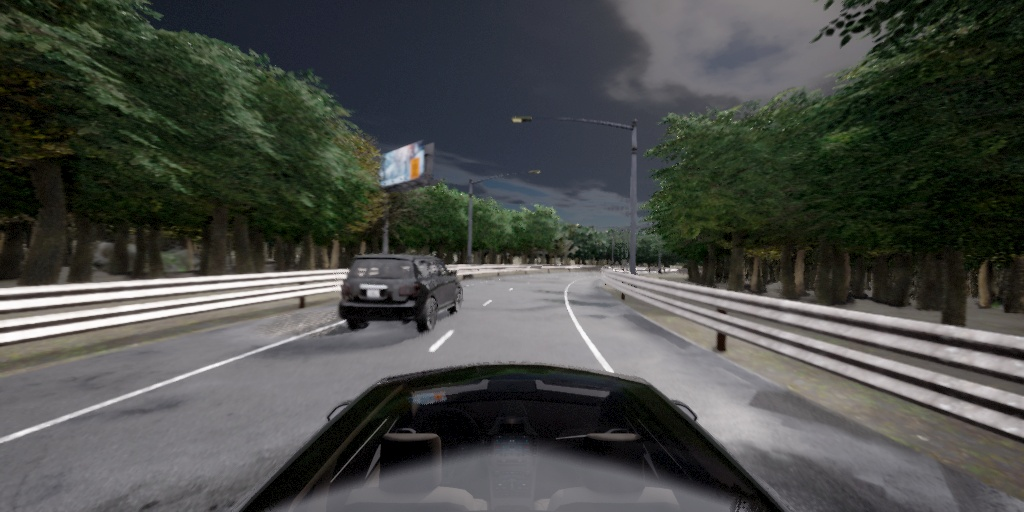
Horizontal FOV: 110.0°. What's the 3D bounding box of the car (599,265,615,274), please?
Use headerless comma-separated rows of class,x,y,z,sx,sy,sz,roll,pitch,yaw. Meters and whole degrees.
car,16.101,2.301,60.515,1.801,1.575,5.366,1,-1,29

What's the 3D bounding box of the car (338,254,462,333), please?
car,-3.063,0.982,11.044,2.150,2.045,5.566,1,0,4
